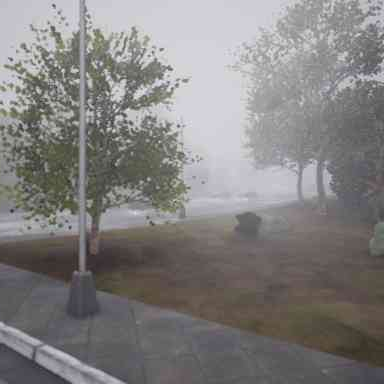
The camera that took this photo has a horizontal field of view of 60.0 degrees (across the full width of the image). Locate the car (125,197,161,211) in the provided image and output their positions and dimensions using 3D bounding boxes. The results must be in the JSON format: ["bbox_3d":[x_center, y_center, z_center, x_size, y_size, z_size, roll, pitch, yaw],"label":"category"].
[{"bbox_3d":[-4.759,1.222,36.645,2.033,1.411,5.357,0,2,39],"label":"car"}]

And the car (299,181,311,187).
[{"bbox_3d":[30.236,-2.066,89.235,1.882,1.535,5.008,0,3,4],"label":"car"}]

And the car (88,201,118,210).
[{"bbox_3d":[-9.947,1.353,35.761,1.994,1.385,4.181,0,2,39],"label":"car"}]

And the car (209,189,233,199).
[{"bbox_3d":[4.770,0.299,54.080,1.837,1.490,4.892,0,2,39],"label":"car"}]

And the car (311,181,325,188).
[{"bbox_3d":[33.713,-2.022,88.827,2.128,1.511,4.902,0,3,4],"label":"car"}]

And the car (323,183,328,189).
[{"bbox_3d":[31.584,-1.416,78.994,2.128,1.511,4.902,0,3,13],"label":"car"}]

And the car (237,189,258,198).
[{"bbox_3d":[8.976,0.202,53.708,1.812,1.442,4.674,0,3,39],"label":"car"}]

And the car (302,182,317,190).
[{"bbox_3d":[28.042,-1.395,79.391,2.128,1.511,4.902,0,3,13],"label":"car"}]
